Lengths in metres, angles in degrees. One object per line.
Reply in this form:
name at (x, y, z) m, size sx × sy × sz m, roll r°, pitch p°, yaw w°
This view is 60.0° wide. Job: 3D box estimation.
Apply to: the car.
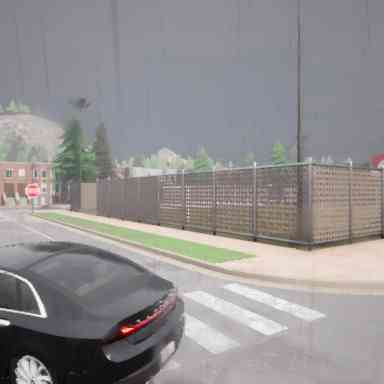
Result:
car at (-2.475, 1.519, 4.698) m, size 4.892 × 1.490 × 1.837 m, roll 0°, pitch 5°, yaw 25°
